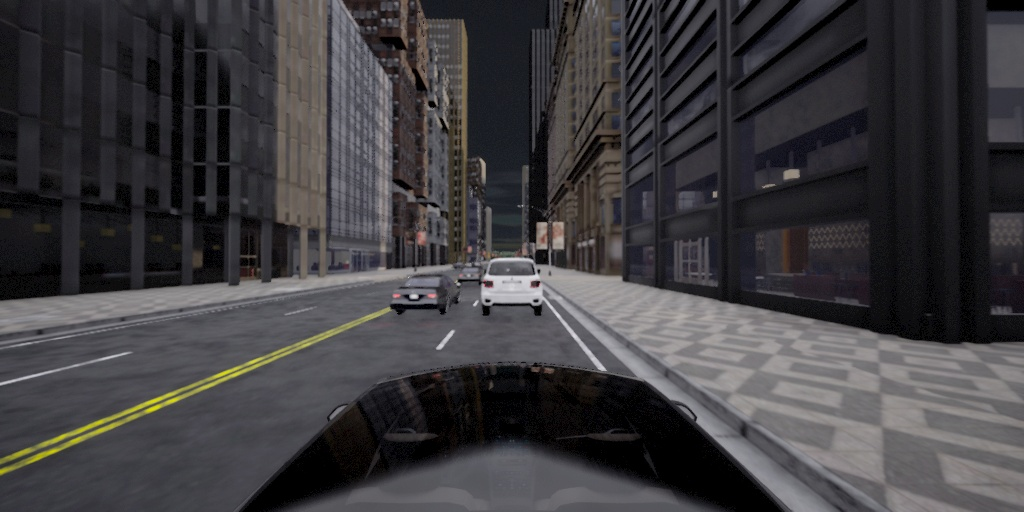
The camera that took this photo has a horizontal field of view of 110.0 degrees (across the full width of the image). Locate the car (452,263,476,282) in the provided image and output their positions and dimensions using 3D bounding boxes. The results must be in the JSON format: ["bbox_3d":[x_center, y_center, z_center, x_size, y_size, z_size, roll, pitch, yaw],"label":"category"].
[{"bbox_3d":[-3.245,1.558,29.386,2.033,1.411,5.357,0,-1,0],"label":"car"}]

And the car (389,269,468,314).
[{"bbox_3d":[-3.243,1.418,14.404,2.033,1.411,5.357,0,-1,0],"label":"car"}]

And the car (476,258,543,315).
[{"bbox_3d":[0.006,1.096,14.443,2.150,2.045,5.566,0,0,0],"label":"car"}]
